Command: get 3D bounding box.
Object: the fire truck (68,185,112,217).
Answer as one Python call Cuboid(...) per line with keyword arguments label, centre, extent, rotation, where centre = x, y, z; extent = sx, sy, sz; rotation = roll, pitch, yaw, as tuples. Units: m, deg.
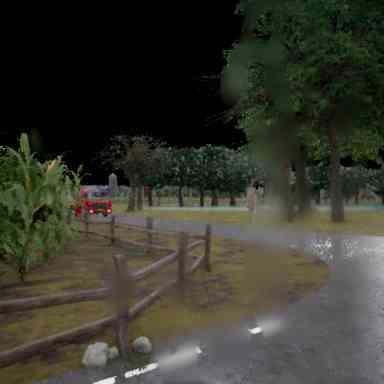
Cuboid(label="fire truck", centre=(-13.066, 1.129, 42.008), extent=(2.891, 3.827, 8.468), rotation=(1, -2, -36))
